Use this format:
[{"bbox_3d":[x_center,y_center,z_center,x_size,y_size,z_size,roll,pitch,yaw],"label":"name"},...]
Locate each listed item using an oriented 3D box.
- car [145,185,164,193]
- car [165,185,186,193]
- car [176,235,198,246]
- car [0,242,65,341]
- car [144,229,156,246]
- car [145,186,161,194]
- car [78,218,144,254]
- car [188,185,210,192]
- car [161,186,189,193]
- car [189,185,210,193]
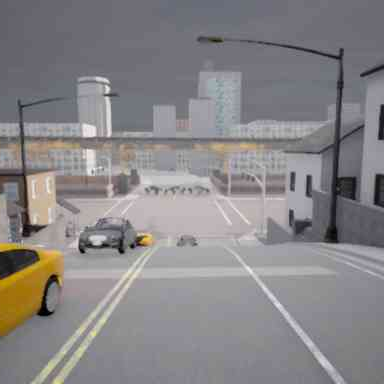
[{"bbox_3d":[-8.428,-0.714,74.766,4.536,1.218,1.853,7,10,43],"label":"car"},{"bbox_3d":[-3.741,-0.725,74.817,4.536,1.218,1.853,-6,9,-37],"label":"car"},{"bbox_3d":[-0.449,4.751,31.103,1.994,1.385,4.181,0,-7,-2],"label":"car"},{"bbox_3d":[-3.630,1.572,4.993,1.882,1.535,5.008,0,-1,1],"label":"car"},{"bbox_3d":[-3.935,3.611,25.707,1.882,1.535,5.008,-1,-13,0],"label":"car"},{"bbox_3d":[-8.390,-0.553,74.752,4.974,1.542,2.038,7,10,43],"label":"car"},{"bbox_3d":[-3.716,1.934,15.350,2.128,1.511,4.902,0,-5,-1],"label":"car"},{"bbox_3d":[1.531,-0.837,75.643,4.536,1.218,1.853,4,8,28],"label":"car"},{"bbox_3d":[-3.782,-0.564,74.806,4.974,1.542,2.038,-6,9,-37],"label":"car"},{"bbox_3d":[1.577,-0.678,75.639,4.974,1.542,2.038,4,8,28],"label":"car"}]
